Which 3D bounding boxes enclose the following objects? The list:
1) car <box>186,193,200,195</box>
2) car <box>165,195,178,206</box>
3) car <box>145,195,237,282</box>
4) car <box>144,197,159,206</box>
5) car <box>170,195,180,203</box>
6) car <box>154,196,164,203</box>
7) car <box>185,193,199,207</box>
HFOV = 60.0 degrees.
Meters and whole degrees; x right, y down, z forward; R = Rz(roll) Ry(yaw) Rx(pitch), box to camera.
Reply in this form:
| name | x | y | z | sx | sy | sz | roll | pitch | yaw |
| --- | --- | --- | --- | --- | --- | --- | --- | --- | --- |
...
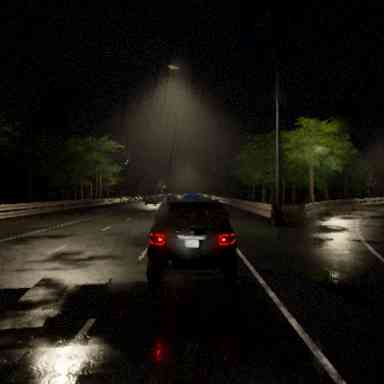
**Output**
| name | x | y | z | sx | sy | sz | roll | pitch | yaw |
| --- | --- | --- | --- | --- | --- | --- | --- | --- | --- |
| car | 0.001 | 1.221 | 31.484 | 2.150 | 2.045 | 5.566 | 0 | 0 | 0 |
| car | -3.497 | 1.404 | 57.540 | 2.097 | 1.767 | 4.553 | 0 | 0 | 0 |
| car | 0.001 | 1.219 | 9.887 | 2.150 | 2.045 | 5.566 | 0 | 0 | 0 |
| car | -6.997 | 1.616 | 57.570 | 1.994 | 1.385 | 4.181 | 0 | 0 | 0 |
| car | -3.497 | 1.523 | 70.818 | 1.882 | 1.535 | 5.008 | 0 | 0 | 0 |
| car | -6.997 | 1.561 | 70.619 | 1.812 | 1.442 | 4.674 | 0 | 0 | 0 |
| car | 0.001 | 1.253 | 54.212 | 2.150 | 2.045 | 5.566 | 0 | 0 | 0 |
